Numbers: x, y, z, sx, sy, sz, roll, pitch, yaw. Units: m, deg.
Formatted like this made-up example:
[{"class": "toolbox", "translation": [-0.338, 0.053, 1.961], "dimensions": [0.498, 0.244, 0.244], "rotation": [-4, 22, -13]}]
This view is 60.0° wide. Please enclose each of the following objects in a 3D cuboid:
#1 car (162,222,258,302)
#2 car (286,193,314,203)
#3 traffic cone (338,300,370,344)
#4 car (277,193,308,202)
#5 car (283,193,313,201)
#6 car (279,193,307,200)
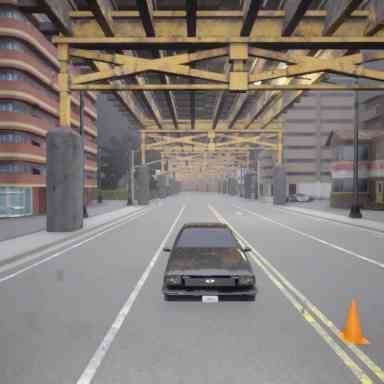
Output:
[{"class": "car", "translation": [0.360, 1.534, 8.666], "dimensions": [2.033, 1.411, 5.357], "rotation": [0, 0, 1]}, {"class": "car", "translation": [17.458, 1.008, 54.781], "dimensions": [4.974, 1.542, 2.038], "rotation": [0, 1, -20]}, {"class": "traffic cone", "translation": [2.453, 1.949, 5.059], "dimensions": [0.340, 0.580, 0.340], "rotation": [0, 0, 0]}, {"class": "car", "translation": [17.806, 0.960, 58.938], "dimensions": [4.974, 1.542, 2.038], "rotation": [0, 1, 25]}, {"class": "car", "translation": [17.507, 0.850, 54.797], "dimensions": [4.536, 1.218, 1.853], "rotation": [0, 1, -20]}, {"class": "car", "translation": [17.853, 0.803, 58.915], "dimensions": [4.536, 1.218, 1.853], "rotation": [0, 1, 25]}]
